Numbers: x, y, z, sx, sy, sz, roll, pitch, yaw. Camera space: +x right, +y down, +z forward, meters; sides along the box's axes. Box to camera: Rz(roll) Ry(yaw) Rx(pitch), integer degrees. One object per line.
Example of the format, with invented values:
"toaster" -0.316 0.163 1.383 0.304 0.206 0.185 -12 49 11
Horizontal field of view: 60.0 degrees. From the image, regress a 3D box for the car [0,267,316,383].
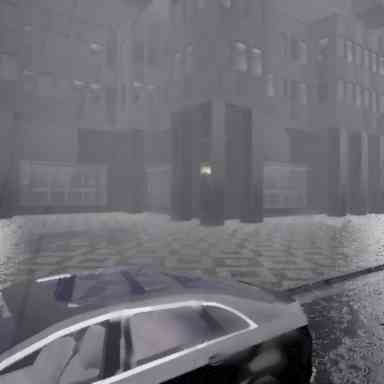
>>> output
"car" -1.064 1.490 2.619 4.902 1.511 2.128 0 0 -35
